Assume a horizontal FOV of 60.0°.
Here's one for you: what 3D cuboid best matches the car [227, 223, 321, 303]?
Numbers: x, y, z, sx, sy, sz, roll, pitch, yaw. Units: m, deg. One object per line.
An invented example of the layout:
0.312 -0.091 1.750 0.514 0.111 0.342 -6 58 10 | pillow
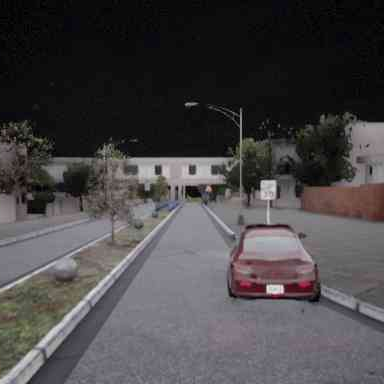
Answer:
1.873 1.498 8.190 1.812 1.442 4.674 -3 1 10 | car
